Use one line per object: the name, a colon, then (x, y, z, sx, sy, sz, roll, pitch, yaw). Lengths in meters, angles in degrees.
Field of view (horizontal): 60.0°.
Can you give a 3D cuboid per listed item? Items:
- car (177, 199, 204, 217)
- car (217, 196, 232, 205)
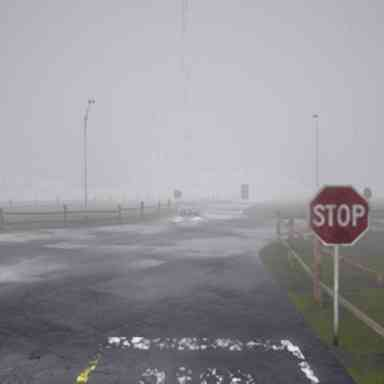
car: (-0.055, 1.492, 30.669, 1.837, 1.490, 4.892, 0, 1, 10)
car: (5.398, 1.337, 54.589, 1.812, 1.442, 4.674, 0, 0, 16)
